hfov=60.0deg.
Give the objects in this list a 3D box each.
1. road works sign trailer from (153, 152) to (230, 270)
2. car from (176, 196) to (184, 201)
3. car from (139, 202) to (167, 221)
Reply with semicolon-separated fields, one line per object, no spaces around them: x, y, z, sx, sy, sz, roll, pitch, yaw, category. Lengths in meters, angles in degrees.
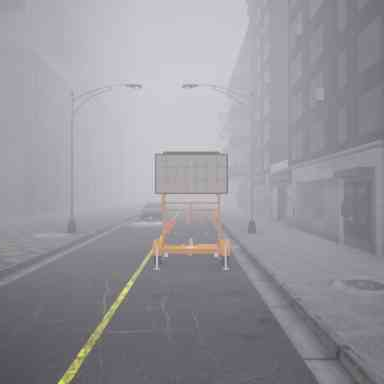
-0.019;0.467;11.038;2.380;3.560;2.880;0;0;0;road works sign trailer
-3.128;1.714;86.585;2.033;1.411;5.357;0;0;0;car
-3.141;1.564;27.727;2.033;1.411;5.357;0;0;0;car
